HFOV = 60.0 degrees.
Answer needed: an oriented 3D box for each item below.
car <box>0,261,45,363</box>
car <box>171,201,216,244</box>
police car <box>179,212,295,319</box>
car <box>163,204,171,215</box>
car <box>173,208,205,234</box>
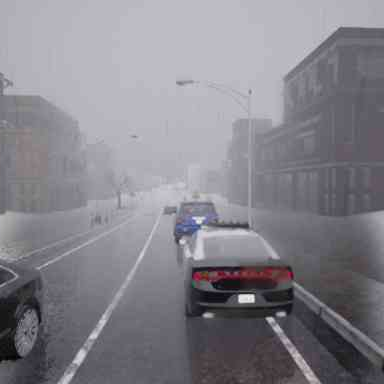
[{"bbox_3d":[-3.138,1.517,3.180,2.128,1.511,4.902,0,-1,-1],"label":"car"},{"bbox_3d":[0.127,1.519,17.789,2.150,2.045,5.566,0,-2,-4],"label":"car"},{"bbox_3d":[0.745,1.501,7.781,1.930,1.638,5.238,0,-1,-2],"label":"police car"},{"bbox_3d":[-2.948,2.352,46.550,1.882,1.535,5.008,0,0,-4],"label":"car"},{"bbox_3d":[-0.329,1.966,23.757,1.882,1.535,5.008,0,-2,-4],"label":"car"}]
